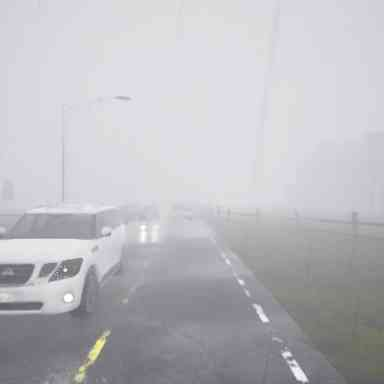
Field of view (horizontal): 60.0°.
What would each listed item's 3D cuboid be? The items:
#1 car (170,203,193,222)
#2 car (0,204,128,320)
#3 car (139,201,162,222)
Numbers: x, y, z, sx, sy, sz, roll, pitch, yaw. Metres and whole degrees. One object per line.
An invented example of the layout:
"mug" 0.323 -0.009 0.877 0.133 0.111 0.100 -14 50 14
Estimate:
"car" -0.931 2.028 31.181 1.895 1.301 4.718 0 -1 -4
"car" -2.944 1.331 7.904 2.150 2.045 5.566 0 -1 -1
"car" -3.873 1.917 31.149 2.128 1.511 4.902 0 -1 -4
